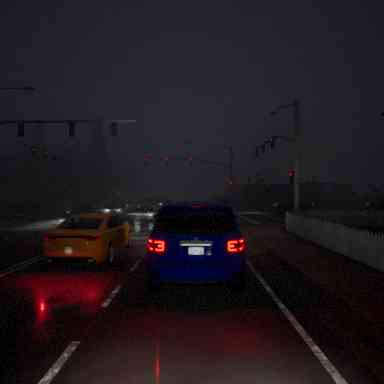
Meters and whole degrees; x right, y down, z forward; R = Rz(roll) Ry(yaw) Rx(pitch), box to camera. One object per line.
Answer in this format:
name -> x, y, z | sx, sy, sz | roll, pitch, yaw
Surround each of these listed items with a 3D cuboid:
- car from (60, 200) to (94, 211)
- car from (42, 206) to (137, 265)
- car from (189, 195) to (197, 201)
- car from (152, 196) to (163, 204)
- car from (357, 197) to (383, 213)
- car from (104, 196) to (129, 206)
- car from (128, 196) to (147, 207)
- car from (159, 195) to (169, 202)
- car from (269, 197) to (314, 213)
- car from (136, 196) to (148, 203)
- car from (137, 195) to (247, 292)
car -> -10.516, 1.493, 30.718 | 2.128, 1.511, 4.902 | 0, 0, 0
car -> -3.392, 1.478, 11.674 | 1.882, 1.535, 5.008 | 0, 0, 0
car -> 0.245, 1.540, 89.039 | 2.033, 1.411, 5.357 | 0, 0, 0
car -> -6.846, 1.525, 66.505 | 1.812, 1.442, 4.674 | 0, 0, 1
car -> 20.528, 1.352, 36.316 | 4.553, 1.767, 2.097 | 0, 0, -1
car -> -10.472, 1.352, 45.396 | 2.097, 1.767, 4.553 | 0, 0, 0
car -> -5.624, 1.525, 37.359 | 1.812, 1.442, 4.674 | 0, 0, -18
car -> -6.779, 1.533, 80.323 | 2.033, 1.411, 5.357 | 0, 0, 0
car -> 10.746, 1.352, 36.100 | 4.553, 1.767, 2.097 | 0, 0, -1
car -> -10.309, 1.595, 69.124 | 1.895, 1.301, 4.718 | 0, 0, 0
car -> 0.087, 1.221, 9.050 | 2.150, 2.045, 5.566 | 0, 0, 0
